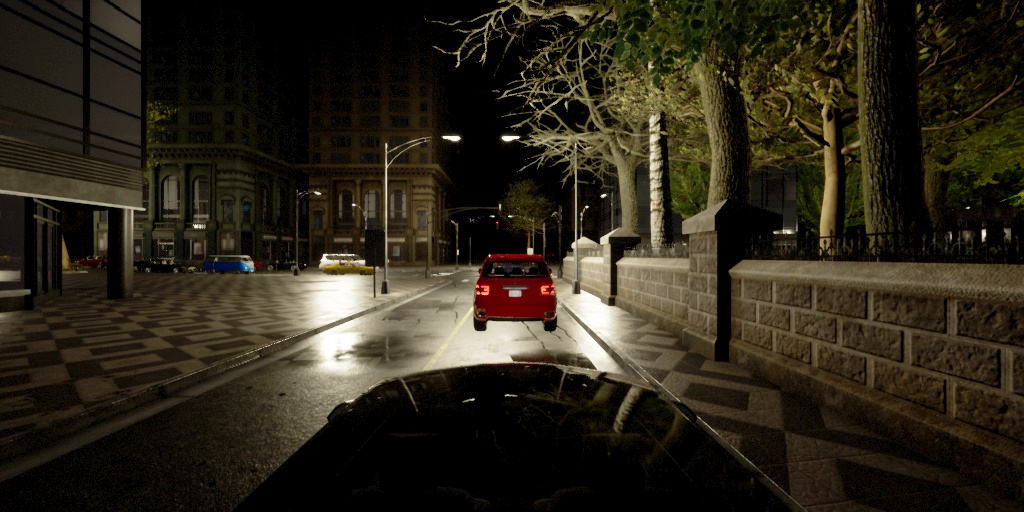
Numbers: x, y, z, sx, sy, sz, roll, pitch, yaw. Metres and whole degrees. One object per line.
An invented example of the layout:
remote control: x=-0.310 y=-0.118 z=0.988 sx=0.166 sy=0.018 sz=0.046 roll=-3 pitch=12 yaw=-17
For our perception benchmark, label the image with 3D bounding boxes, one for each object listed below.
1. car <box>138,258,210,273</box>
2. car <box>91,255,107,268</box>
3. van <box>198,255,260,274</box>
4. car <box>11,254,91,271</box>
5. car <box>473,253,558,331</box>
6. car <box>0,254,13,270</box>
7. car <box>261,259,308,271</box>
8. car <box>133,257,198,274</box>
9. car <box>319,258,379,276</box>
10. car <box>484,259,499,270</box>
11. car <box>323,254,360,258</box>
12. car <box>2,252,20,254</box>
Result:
car: x=-34.028 y=0.947 z=36.157 sx=5.357 sy=1.411 sz=2.033 roll=1 pitch=0 yaw=0
car: x=-48.784 y=0.627 z=42.103 sx=4.097 sy=1.591 sz=1.967 roll=0 pitch=0 yaw=0
van: x=-26.352 y=0.838 z=33.446 sx=3.998 sy=1.789 sz=1.690 roll=0 pitch=0 yaw=0
car: x=-43.040 y=0.796 z=33.544 sx=4.829 sy=1.417 sz=1.751 roll=0 pitch=0 yaw=0
car: x=0.099 y=0.971 z=11.067 sx=2.150 sy=2.045 sz=5.566 roll=0 pitch=0 yaw=0
car: x=-48.827 y=0.739 z=33.577 sx=4.403 sy=1.370 sz=2.007 roll=0 pitch=0 yaw=0
car: x=-26.312 y=1.062 z=41.972 sx=4.313 sy=1.339 sz=1.948 roll=0 pitch=0 yaw=0
car: x=-31.970 y=0.977 z=33.479 sx=4.403 sy=1.370 sz=2.007 roll=0 pitch=0 yaw=0
car: x=-14.941 y=1.144 z=33.380 sx=4.829 sy=1.417 sz=1.751 roll=0 pitch=0 yaw=0
car: x=-3.119 y=1.218 z=54.058 sx=2.033 sy=1.411 sz=5.357 roll=0 pitch=0 yaw=-4
car: x=-16.372 y=0.828 z=36.053 sx=5.566 sy=2.045 sz=2.150 roll=1 pitch=0 yaw=1
car: x=-49.764 y=0.314 z=36.345 sx=4.902 sy=1.511 sz=2.128 roll=1 pitch=0 yaw=0
